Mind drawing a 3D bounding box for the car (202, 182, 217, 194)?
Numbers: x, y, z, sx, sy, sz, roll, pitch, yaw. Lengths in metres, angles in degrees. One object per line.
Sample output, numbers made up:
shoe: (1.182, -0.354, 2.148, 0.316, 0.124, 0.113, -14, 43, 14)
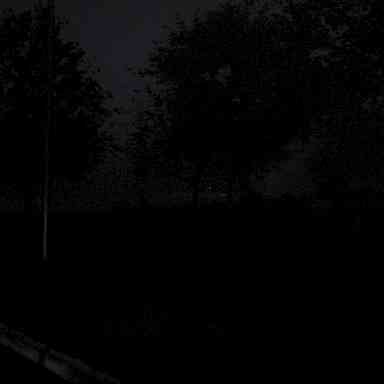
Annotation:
car: (3.861, -0.743, 52.669, 4.553, 1.767, 2.097, -3, 3, -27)

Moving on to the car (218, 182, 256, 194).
car: (7.071, -0.493, 50.396, 5.357, 1.411, 2.033, -3, 3, -26)
